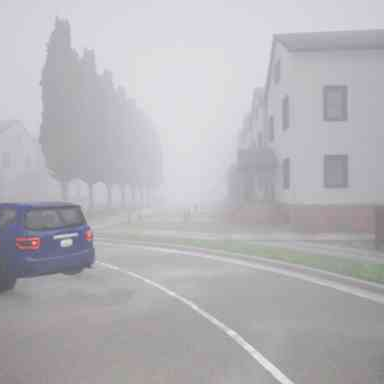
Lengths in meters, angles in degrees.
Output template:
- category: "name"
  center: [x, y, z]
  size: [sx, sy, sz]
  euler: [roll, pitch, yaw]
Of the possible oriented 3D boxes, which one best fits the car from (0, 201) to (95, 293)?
- category: "car"
  center: [-5.073, 1.279, 9.249]
  size: [5.566, 2.045, 2.150]
  euler: [0, 0, 36]
